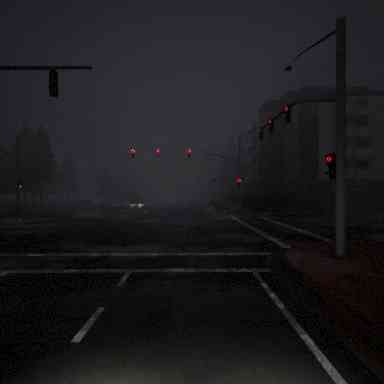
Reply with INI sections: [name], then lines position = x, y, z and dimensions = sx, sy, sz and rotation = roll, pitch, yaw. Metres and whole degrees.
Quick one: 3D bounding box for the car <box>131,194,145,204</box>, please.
[car]
position = -10.500, 1.325, 64.914
dimensions = 2.150, 2.045, 5.566
rotation = 0, 0, 0
